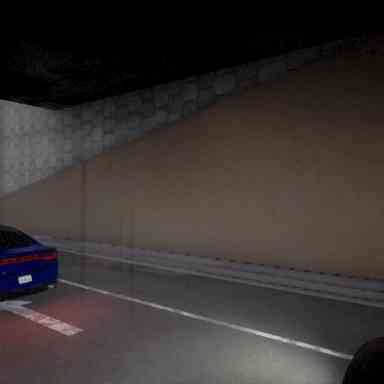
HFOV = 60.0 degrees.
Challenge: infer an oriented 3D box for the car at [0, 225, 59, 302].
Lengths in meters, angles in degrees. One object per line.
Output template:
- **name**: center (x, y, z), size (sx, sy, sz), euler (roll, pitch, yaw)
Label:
- **car**: center (-5.121, 1.478, 7.650), size (5.008, 1.535, 1.882), euler (0, 0, 36)

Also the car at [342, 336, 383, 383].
- **car**: center (3.305, 1.505, 1.520), size (4.892, 1.490, 1.837), euler (0, 0, 37)
